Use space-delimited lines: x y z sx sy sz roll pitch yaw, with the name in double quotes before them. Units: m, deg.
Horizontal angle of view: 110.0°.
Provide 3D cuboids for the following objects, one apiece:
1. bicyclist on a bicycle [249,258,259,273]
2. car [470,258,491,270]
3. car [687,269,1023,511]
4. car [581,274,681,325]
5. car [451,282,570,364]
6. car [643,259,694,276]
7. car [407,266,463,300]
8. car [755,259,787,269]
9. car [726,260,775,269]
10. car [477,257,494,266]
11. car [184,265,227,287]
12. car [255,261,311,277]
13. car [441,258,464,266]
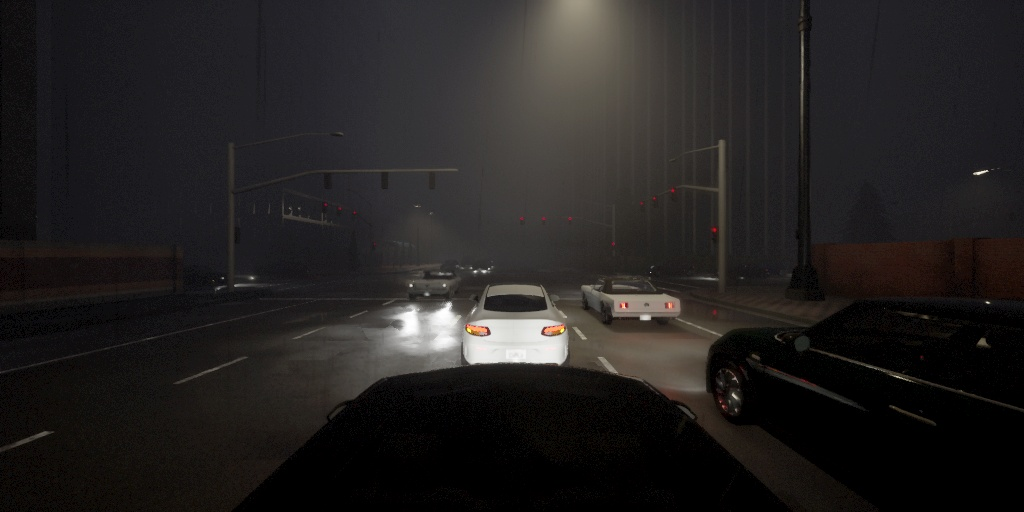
"bicyclist on a bicycle" -28.409 1.051 39.501 0.582 1.620 1.656 0 0 -1
"car" -4.424 1.314 50.805 1.994 1.385 4.181 0 0 -1
"car" 3.599 1.102 2.881 2.097 1.767 4.553 0 0 0
"car" 3.563 1.351 11.783 1.895 1.301 4.718 0 0 0
"car" 0.059 1.276 7.566 1.812 1.442 4.674 0 0 0
"car" 15.338 1.102 35.136 4.553 1.767 2.097 0 0 0
"car" -3.689 1.351 17.684 1.895 1.301 4.718 0 0 -1
"car" 24.230 1.102 35.218 4.553 1.767 2.097 0 0 0
"car" 20.189 1.314 31.681 4.181 1.385 1.994 0 0 -1
"car" -4.569 1.276 61.110 1.812 1.442 4.674 0 0 -1
"car" -21.418 1.314 24.081 4.181 1.385 1.994 0 0 0
"car" -22.203 1.241 34.733 4.902 1.511 2.128 0 0 0
"car" -7.891 1.240 46.249 2.128 1.511 4.902 0 0 1
